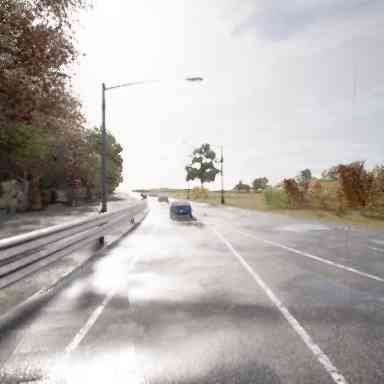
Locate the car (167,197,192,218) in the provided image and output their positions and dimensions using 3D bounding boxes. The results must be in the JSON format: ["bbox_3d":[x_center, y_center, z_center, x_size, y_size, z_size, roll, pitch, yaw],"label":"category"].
[{"bbox_3d":[-1.082,1.440,30.225,1.882,1.535,5.008,0,0,-5],"label":"car"}]

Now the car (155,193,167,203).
[{"bbox_3d":[-5.723,1.321,65.624,1.837,1.490,4.892,0,0,-10],"label":"car"}]
